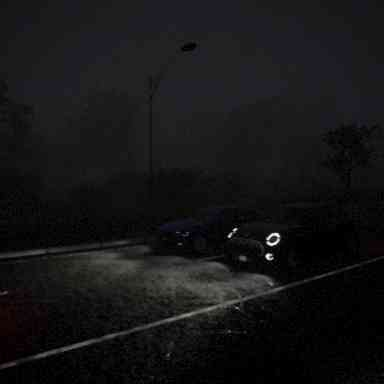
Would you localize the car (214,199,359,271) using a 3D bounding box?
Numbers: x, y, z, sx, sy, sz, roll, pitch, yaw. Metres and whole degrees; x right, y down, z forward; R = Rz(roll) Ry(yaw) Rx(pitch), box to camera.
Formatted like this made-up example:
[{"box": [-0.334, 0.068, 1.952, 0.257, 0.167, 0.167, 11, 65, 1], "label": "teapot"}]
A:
[{"box": [3.226, 1.172, 10.506, 4.553, 1.767, 2.097, -3, 2, -35], "label": "car"}]

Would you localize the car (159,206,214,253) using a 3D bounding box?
[{"box": [1.057, 1.303, 13.251, 5.008, 1.535, 1.882, -2, 1, -35], "label": "car"}]
